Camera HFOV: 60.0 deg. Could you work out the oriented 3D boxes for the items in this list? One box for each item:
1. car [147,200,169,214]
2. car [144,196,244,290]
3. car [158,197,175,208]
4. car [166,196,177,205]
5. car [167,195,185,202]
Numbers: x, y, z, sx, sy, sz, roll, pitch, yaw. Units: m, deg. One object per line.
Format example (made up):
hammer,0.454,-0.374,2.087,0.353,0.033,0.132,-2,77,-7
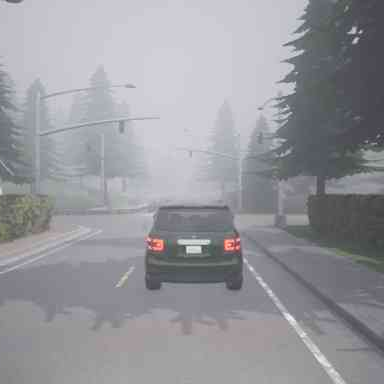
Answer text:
car,-3.640,1.562,36.015,1.994,1.385,4.181,0,0,0
car,0.052,1.221,9.197,2.150,2.045,5.566,0,0,0
car,-3.654,1.492,48.890,2.128,1.511,4.902,0,0,0
car,-3.800,1.492,61.775,2.128,1.511,4.902,0,0,-3
car,-3.625,1.524,74.147,1.812,1.442,4.674,0,0,-35
